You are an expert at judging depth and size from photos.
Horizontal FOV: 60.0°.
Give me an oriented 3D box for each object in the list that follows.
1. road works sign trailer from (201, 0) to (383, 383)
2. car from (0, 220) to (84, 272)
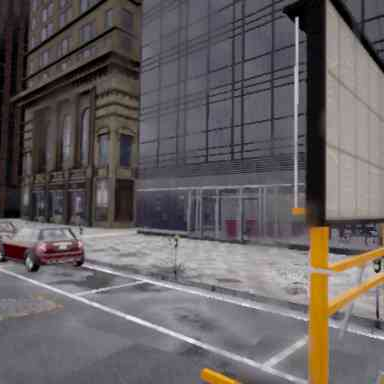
[{"bbox_3d":[1.220,0.638,2.714,2.880,3.560,2.380,-1,-4,42],"label":"road works sign trailer"},{"bbox_3d":[-5.923,1.970,12.802,4.097,1.590,1.967,-1,-4,42],"label":"car"}]
